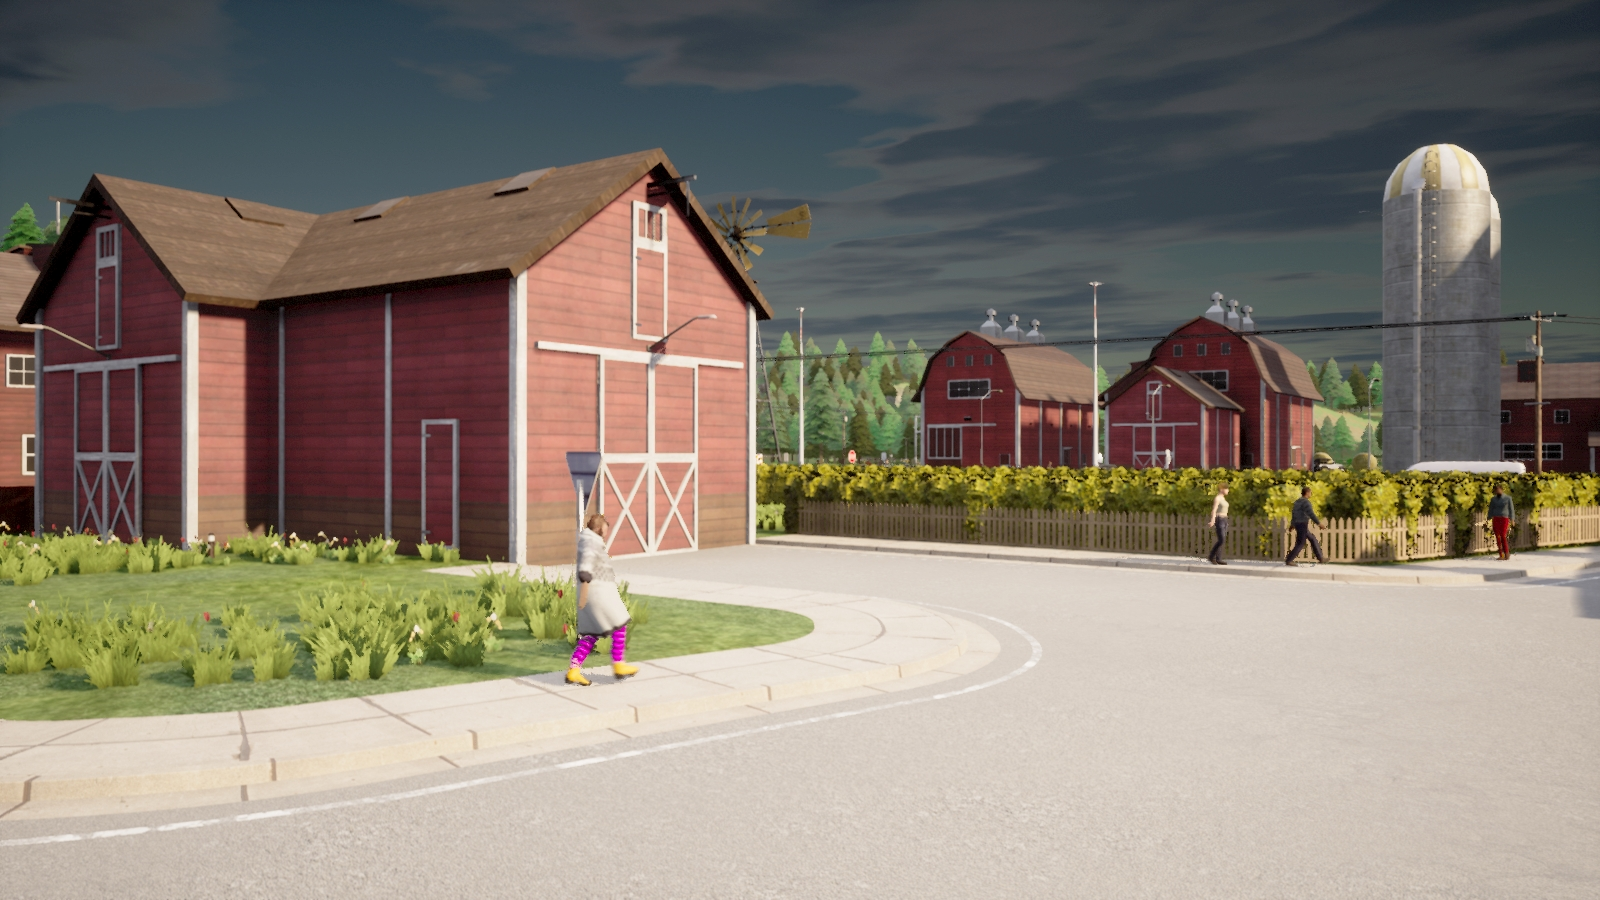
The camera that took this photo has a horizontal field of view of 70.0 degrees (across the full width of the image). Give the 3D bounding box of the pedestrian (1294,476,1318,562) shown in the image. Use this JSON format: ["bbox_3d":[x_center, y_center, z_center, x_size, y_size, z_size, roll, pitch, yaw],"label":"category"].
[{"bbox_3d":[11.107,1.502,25.099,0.375,1.860,0.375,0,0,5],"label":"pedestrian"}]

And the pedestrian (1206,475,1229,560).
[{"bbox_3d":[9.328,1.492,25.533,0.375,1.860,0.375,0,0,42],"label":"pedestrian"}]

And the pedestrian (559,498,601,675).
[{"bbox_3d":[-2.390,1.467,12.407,0.375,1.860,0.375,0,0,-23],"label":"pedestrian"}]

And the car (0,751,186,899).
[{"bbox_3d":[-4.211,1.850,2.665,4.514,1.525,2.007,0,1,-12],"label":"car"}]

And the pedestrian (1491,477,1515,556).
[{"bbox_3d":[16.921,1.589,27.500,0.375,1.860,0.375,0,0,-32],"label":"pedestrian"}]
